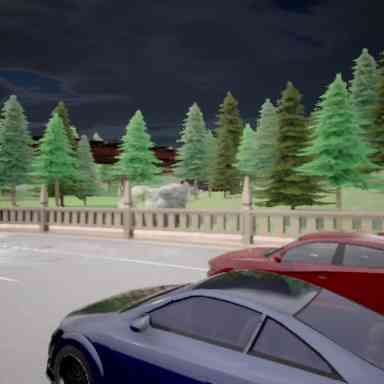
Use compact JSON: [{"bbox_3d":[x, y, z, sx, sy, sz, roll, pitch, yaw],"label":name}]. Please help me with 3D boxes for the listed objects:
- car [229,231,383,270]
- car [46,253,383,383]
[{"bbox_3d":[2.616,1.484,6.245,5.008,1.535,1.882,-1,-1,34],"label":"car"},{"bbox_3d":[0.356,1.578,3.529,4.181,1.385,1.994,-1,0,34],"label":"car"}]
